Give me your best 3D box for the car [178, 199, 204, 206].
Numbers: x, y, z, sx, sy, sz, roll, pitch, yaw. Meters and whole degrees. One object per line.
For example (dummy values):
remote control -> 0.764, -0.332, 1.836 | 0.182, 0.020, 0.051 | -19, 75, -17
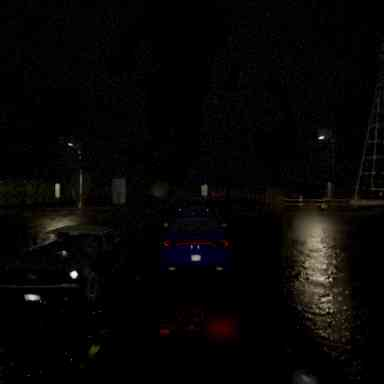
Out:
car -> 0.108, 1.424, 21.327 | 2.033, 1.411, 5.357 | 0, 0, 0

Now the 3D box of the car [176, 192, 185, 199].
car -> -2.760, 0.832, 81.688 | 2.097, 1.767, 4.553 | 0, 0, 0

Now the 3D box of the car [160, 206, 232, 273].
car -> 0.099, 1.418, 10.458 | 1.882, 1.535, 5.008 | 0, 0, 0

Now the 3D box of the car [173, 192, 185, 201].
car -> -2.771, 1.148, 66.201 | 1.994, 1.385, 4.181 | 0, 0, 0

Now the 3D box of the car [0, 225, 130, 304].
car -> -2.846, 1.554, 8.129 | 1.895, 1.301, 4.718 | 0, 0, 0
